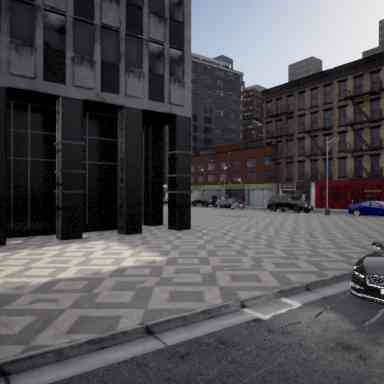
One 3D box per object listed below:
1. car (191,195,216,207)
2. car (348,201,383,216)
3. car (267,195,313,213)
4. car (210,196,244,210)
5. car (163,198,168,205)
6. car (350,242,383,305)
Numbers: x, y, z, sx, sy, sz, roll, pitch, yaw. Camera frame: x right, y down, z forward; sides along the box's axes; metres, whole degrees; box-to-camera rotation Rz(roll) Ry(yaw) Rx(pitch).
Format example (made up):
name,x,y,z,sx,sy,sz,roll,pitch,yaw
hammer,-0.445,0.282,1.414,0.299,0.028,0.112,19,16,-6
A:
name,x,y,z,sx,sy,sz,roll,pitch,yaw
car,2.175,1.522,56.641,2.150,2.045,5.566,0,0,-36
car,17.167,1.577,30.820,1.882,1.535,5.008,0,-1,-37
car,11.320,1.392,38.821,2.150,2.045,5.566,0,-1,-36
car,5.286,1.727,47.076,2.128,1.511,4.902,0,0,-36
car,-4.041,1.844,65.042,1.837,1.490,4.892,0,0,-36
car,5.368,1.504,7.212,4.892,1.490,1.837,0,0,-36
